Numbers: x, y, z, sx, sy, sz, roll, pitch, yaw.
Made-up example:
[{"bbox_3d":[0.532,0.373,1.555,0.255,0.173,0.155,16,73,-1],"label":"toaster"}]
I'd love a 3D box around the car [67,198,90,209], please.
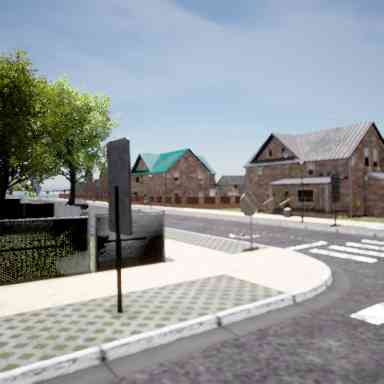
[{"bbox_3d":[-14.992,1.541,43.560,2.033,1.411,5.357,-2,1,-33],"label":"car"}]
